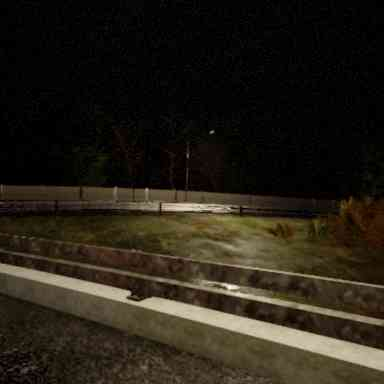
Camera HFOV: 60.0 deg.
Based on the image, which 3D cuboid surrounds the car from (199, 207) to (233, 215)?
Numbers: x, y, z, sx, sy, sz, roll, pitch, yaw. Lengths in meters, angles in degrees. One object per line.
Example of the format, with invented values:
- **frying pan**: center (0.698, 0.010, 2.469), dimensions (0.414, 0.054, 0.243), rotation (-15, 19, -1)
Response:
- **car**: center (3.273, 2.384, 45.273), dimensions (4.718, 1.301, 1.895), rotation (3, -1, -26)
